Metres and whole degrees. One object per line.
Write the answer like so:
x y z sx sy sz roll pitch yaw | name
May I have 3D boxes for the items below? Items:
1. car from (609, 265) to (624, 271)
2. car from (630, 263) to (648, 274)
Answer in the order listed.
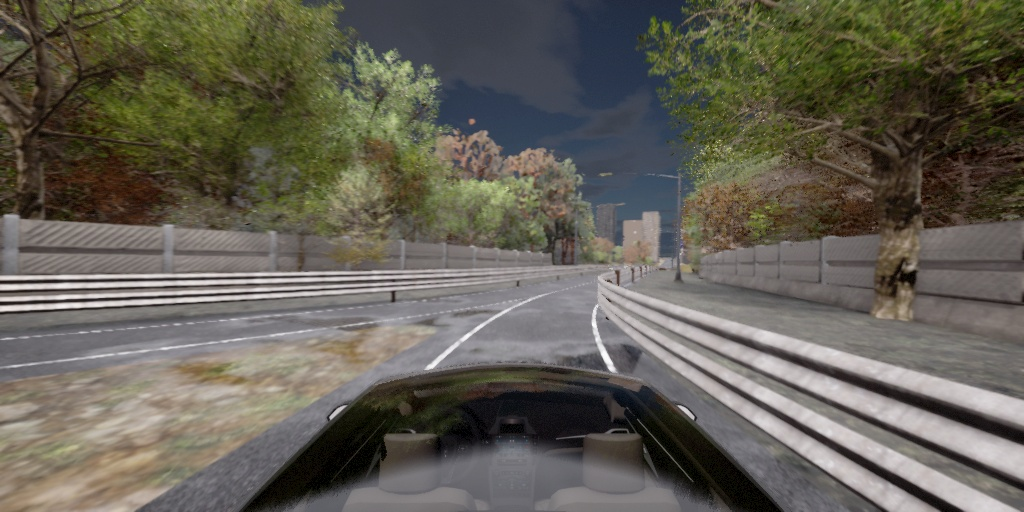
17.606 2.216 60.235 1.895 1.301 4.718 1 -1 24 | car
21.133 2.036 60.120 2.097 1.767 4.553 1 -1 24 | car
